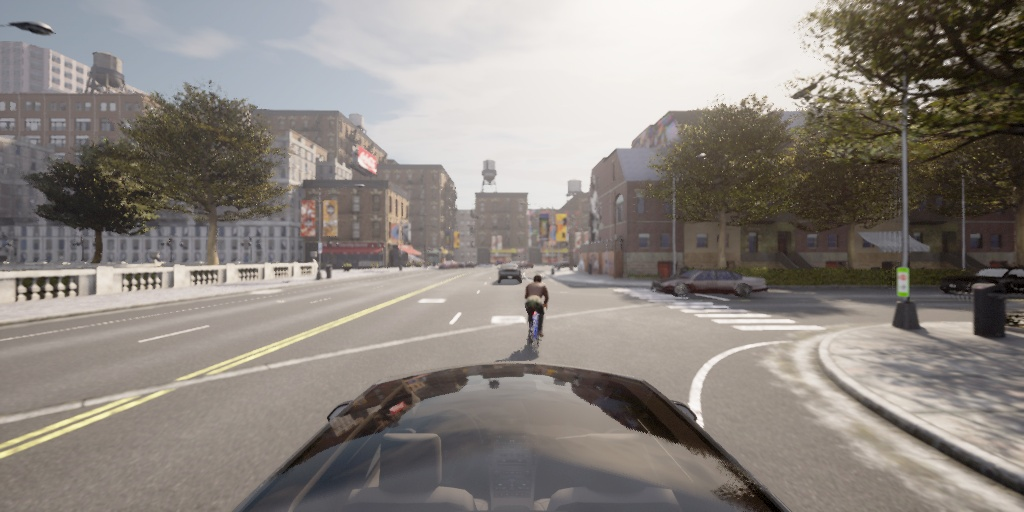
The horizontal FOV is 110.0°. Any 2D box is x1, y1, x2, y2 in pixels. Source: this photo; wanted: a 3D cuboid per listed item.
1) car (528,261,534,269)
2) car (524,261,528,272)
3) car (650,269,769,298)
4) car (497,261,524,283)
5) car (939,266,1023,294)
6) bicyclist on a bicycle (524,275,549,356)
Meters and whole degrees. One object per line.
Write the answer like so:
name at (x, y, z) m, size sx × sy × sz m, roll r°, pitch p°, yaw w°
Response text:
car at (2.249, 1.547, 63.568) m, size 1.812 × 1.442 × 4.674 m, roll 0°, pitch -1°, yaw 28°
car at (0.661, 1.462, 49.189) m, size 1.837 × 1.490 × 4.892 m, roll -1°, pitch 0°, yaw 10°
car at (10.139, 1.370, 18.645) m, size 5.357 × 1.411 × 2.033 m, roll 0°, pitch 0°, yaw 4°
car at (-0.195, 1.377, 29.750) m, size 1.837 × 1.490 × 4.892 m, roll 0°, pitch 0°, yaw -1°
car at (25.448, 1.297, 18.705) m, size 5.008 × 1.535 × 1.882 m, roll 0°, pitch 0°, yaw -1°
bicyclist on a bicycle at (0.526, 1.230, 7.768) m, size 0.582 × 1.620 × 1.656 m, roll 0°, pitch -2°, yaw 14°
